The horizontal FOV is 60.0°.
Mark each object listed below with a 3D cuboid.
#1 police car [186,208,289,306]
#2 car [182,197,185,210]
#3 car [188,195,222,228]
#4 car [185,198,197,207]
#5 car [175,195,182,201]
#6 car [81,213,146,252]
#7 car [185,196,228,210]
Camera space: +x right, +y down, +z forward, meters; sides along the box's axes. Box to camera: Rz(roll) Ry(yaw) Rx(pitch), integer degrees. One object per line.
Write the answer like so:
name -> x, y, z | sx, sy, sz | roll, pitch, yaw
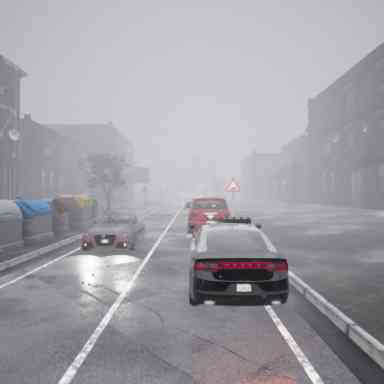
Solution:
police car -> 0.880, 1.437, 8.264 | 1.930, 1.638, 5.238 | 0, 0, 0
car -> -0.072, 1.656, 44.935 | 1.812, 1.442, 4.674 | 0, 0, 0
car -> 0.842, 1.288, 24.189 | 2.150, 2.045, 5.566 | 0, 0, 0
car -> -0.135, 1.708, 56.595 | 1.994, 1.385, 4.181 | 0, 0, 0
car -> -3.219, 1.611, 84.687 | 1.837, 1.490, 4.892 | -1, 1, 0
car -> -3.133, 1.591, 13.968 | 1.994, 1.385, 4.181 | 0, 0, 0
car -> 0.856, 1.264, 18.188 | 2.150, 2.045, 5.566 | 0, 0, 0
